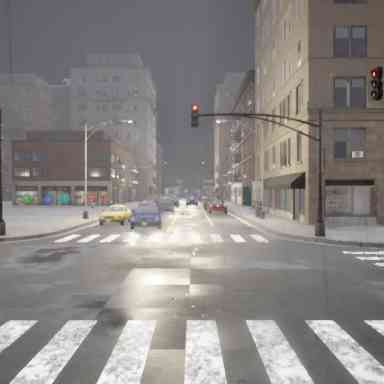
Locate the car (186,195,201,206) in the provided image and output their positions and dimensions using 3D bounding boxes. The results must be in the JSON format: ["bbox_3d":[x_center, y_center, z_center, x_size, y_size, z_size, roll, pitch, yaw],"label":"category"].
[{"bbox_3d":[-0.014,1.595,53.887,1.895,1.301,4.718,0,0,0],"label":"car"}]

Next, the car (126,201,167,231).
[{"bbox_3d":[-2.756,1.523,20.927,1.812,1.442,4.674,0,0,-2],"label":"car"}]

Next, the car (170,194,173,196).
[{"bbox_3d":[-5.406,1.519,69.196,1.752,1.417,4.829,0,0,0],"label":"car"}]

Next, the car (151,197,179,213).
[{"bbox_3d":[-2.835,1.543,36.527,2.033,1.411,5.357,0,0,1],"label":"car"}]

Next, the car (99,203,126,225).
[{"bbox_3d":[-5.394,1.522,23.900,1.752,1.417,4.829,0,0,0],"label":"car"}]

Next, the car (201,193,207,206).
[{"bbox_3d":[2.627,1.310,41.058,2.192,1.841,5.009,0,0,0],"label":"car"}]

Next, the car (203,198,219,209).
[{"bbox_3d":[2.625,1.561,46.720,1.947,1.339,4.313,0,0,0],"label":"car"}]

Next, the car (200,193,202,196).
[{"bbox_3d":[2.619,1.544,69.367,2.008,1.369,4.403,0,0,0],"label":"car"}]

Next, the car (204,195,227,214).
[{"bbox_3d":[2.628,1.436,35.396,1.967,1.590,4.097,0,0,0],"label":"car"}]

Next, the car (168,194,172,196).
[{"bbox_3d":[-5.404,1.576,63.704,1.802,1.307,4.206,0,0,0],"label":"car"}]

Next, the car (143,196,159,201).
[{"bbox_3d":[-5.398,1.546,41.056,2.008,1.369,4.403,0,0,0],"label":"car"}]

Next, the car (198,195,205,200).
[{"bbox_3d":[2.613,1.560,92.015,1.947,1.339,4.313,0,0,0],"label":"car"}]

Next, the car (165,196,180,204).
[{"bbox_3d":[-2.826,1.596,48.512,1.895,1.301,4.718,0,0,1],"label":"car"}]

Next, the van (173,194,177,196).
[{"bbox_3d":[-5.410,1.335,86.351,1.690,1.788,3.998,0,0,0],"label":"van"}]

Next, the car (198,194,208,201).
[{"bbox_3d":[2.616,1.309,80.691,2.192,1.841,5.009,0,0,0],"label":"car"}]

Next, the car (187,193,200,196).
[{"bbox_3d":[-0.017,1.215,64.189,2.150,2.045,5.566,0,0,0],"label":"car"}]

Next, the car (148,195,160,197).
[{"bbox_3d":[-5.400,1.310,46.718,2.192,1.841,5.009,0,0,0],"label":"car"}]
